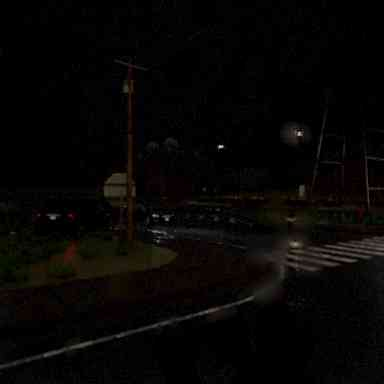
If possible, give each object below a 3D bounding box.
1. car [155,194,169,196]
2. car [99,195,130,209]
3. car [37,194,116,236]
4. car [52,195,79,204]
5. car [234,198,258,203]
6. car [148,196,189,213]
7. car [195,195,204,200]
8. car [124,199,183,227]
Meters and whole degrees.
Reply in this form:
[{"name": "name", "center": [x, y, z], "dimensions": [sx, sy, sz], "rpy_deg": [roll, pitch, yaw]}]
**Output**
[{"name": "car", "center": [-6.155, 1.298, 62.514], "dimensions": [4.605, 1.855, 1.932], "rpy_deg": [0, 0, -36]}, {"name": "car", "center": [-10.814, 1.306, 46.458], "dimensions": [3.866, 1.878, 1.905], "rpy_deg": [0, 0, -36]}, {"name": "car", "center": [-5.603, 1.168, 16.663], "dimensions": [2.097, 1.767, 4.553], "rpy_deg": [1, 0, 13]}, {"name": "car", "center": [-25.133, 1.473, 65.975], "dimensions": [4.611, 1.667, 2.242], "rpy_deg": [0, 0, -36]}, {"name": "car", "center": [7.287, 1.508, 44.496], "dimensions": [3.905, 1.438, 1.784], "rpy_deg": [0, 0, -36]}, {"name": "car", "center": [-2.380, 1.498, 35.923], "dimensions": [4.193, 1.474, 1.816], "rpy_deg": [0, 0, -36]}, {"name": "car", "center": [2.651, 1.479, 88.672], "dimensions": [1.837, 1.490, 4.892], "rpy_deg": [0, 0, -36]}, {"name": "car", "center": [-3.040, 1.487, 23.112], "dimensions": [2.128, 1.511, 4.902], "rpy_deg": [0, 0, -37]}]
